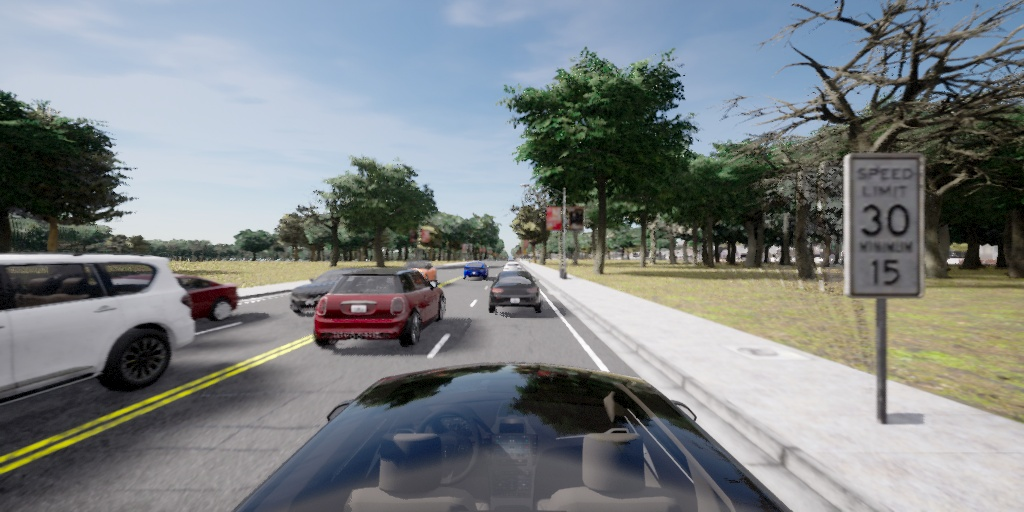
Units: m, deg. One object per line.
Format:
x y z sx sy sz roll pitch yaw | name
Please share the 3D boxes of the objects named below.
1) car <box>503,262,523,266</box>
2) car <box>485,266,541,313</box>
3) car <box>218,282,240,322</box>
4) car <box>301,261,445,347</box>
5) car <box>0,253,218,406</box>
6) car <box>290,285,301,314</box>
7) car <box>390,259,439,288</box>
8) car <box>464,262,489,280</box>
0.105 1.301 34.611 1.812 1.442 4.674 0 0 0 | car
0.102 1.282 13.972 1.812 1.442 4.674 0 0 0 | car
-9.773 1.232 9.508 1.882 1.535 5.008 0 0 1 | car
-3.149 1.106 9.503 2.097 1.767 4.553 0 0 0 | car
-6.594 0.973 3.887 2.150 2.045 5.566 0 0 0 | car
-6.559 1.235 14.098 1.882 1.535 5.008 0 0 0 | car
-6.496 1.119 24.384 2.097 1.767 4.553 0 0 0 | car
-3.145 1.251 32.122 1.882 1.535 5.008 0 0 0 | car
